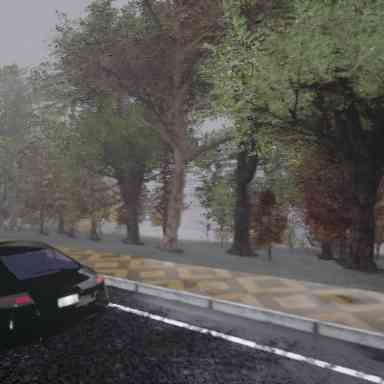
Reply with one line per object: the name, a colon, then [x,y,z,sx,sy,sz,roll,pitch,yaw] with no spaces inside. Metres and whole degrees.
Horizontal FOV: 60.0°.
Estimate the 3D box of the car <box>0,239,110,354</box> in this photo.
car: [-3.481,1.595,6.111,4.181,1.385,1.994,0,0,35]
